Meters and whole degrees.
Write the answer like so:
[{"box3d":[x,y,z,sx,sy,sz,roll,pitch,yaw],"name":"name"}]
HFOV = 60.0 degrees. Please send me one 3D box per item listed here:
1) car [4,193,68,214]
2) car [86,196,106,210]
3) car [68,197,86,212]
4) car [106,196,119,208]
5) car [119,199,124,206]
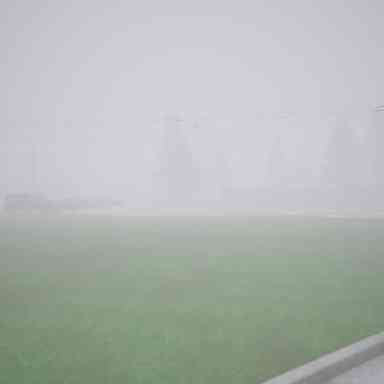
[{"box3d":[-15.581,1.101,32.644,5.566,2.045,2.150,0,0,11],"name":"car"},{"box3d":[-13.198,1.321,39.317,4.902,1.511,2.128,0,0,11],"name":"car"},{"box3d":[-14.454,1.455,35.994,4.718,1.301,1.895,0,0,11],"name":"car"},{"box3d":[-12.127,1.370,42.676,4.181,1.385,1.994,0,0,11],"name":"car"},{"box3d":[-11.845,1.290,46.184,4.892,1.490,1.837,-1,0,11],"name":"car"}]
